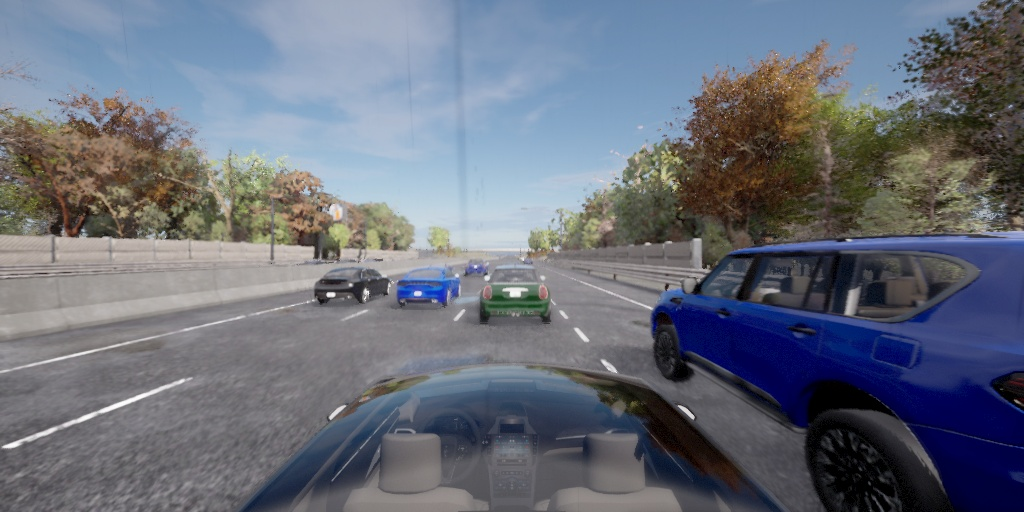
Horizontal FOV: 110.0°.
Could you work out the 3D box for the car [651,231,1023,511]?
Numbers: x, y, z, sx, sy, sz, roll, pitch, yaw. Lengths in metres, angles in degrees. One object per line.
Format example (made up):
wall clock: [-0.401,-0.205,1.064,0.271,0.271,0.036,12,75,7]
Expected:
car: [3.475,0.860,3.995,2.150,2.045,5.566,0,0,2]

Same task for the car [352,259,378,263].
car: [-21.053,1.220,52.846,2.033,1.411,5.357,0,0,1]

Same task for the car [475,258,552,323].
car: [0.099,1.082,12.171,2.097,1.767,4.553,0,0,0]

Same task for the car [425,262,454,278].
car: [-6.899,1.297,34.679,1.895,1.301,4.718,0,0,0]

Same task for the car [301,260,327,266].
car: [-28.056,1.239,50.999,1.994,1.385,4.181,0,0,1]

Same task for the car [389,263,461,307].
car: [-3.398,1.202,15.412,1.882,1.535,5.008,0,0,0]

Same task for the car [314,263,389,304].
car: [-6.900,1.228,16.086,1.837,1.490,4.892,0,0,0]

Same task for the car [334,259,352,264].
car: [-24.554,1.176,53.057,1.837,1.490,4.892,0,0,0]

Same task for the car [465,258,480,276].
car: [-3.402,1.046,35.822,2.097,1.767,4.553,0,0,0]
